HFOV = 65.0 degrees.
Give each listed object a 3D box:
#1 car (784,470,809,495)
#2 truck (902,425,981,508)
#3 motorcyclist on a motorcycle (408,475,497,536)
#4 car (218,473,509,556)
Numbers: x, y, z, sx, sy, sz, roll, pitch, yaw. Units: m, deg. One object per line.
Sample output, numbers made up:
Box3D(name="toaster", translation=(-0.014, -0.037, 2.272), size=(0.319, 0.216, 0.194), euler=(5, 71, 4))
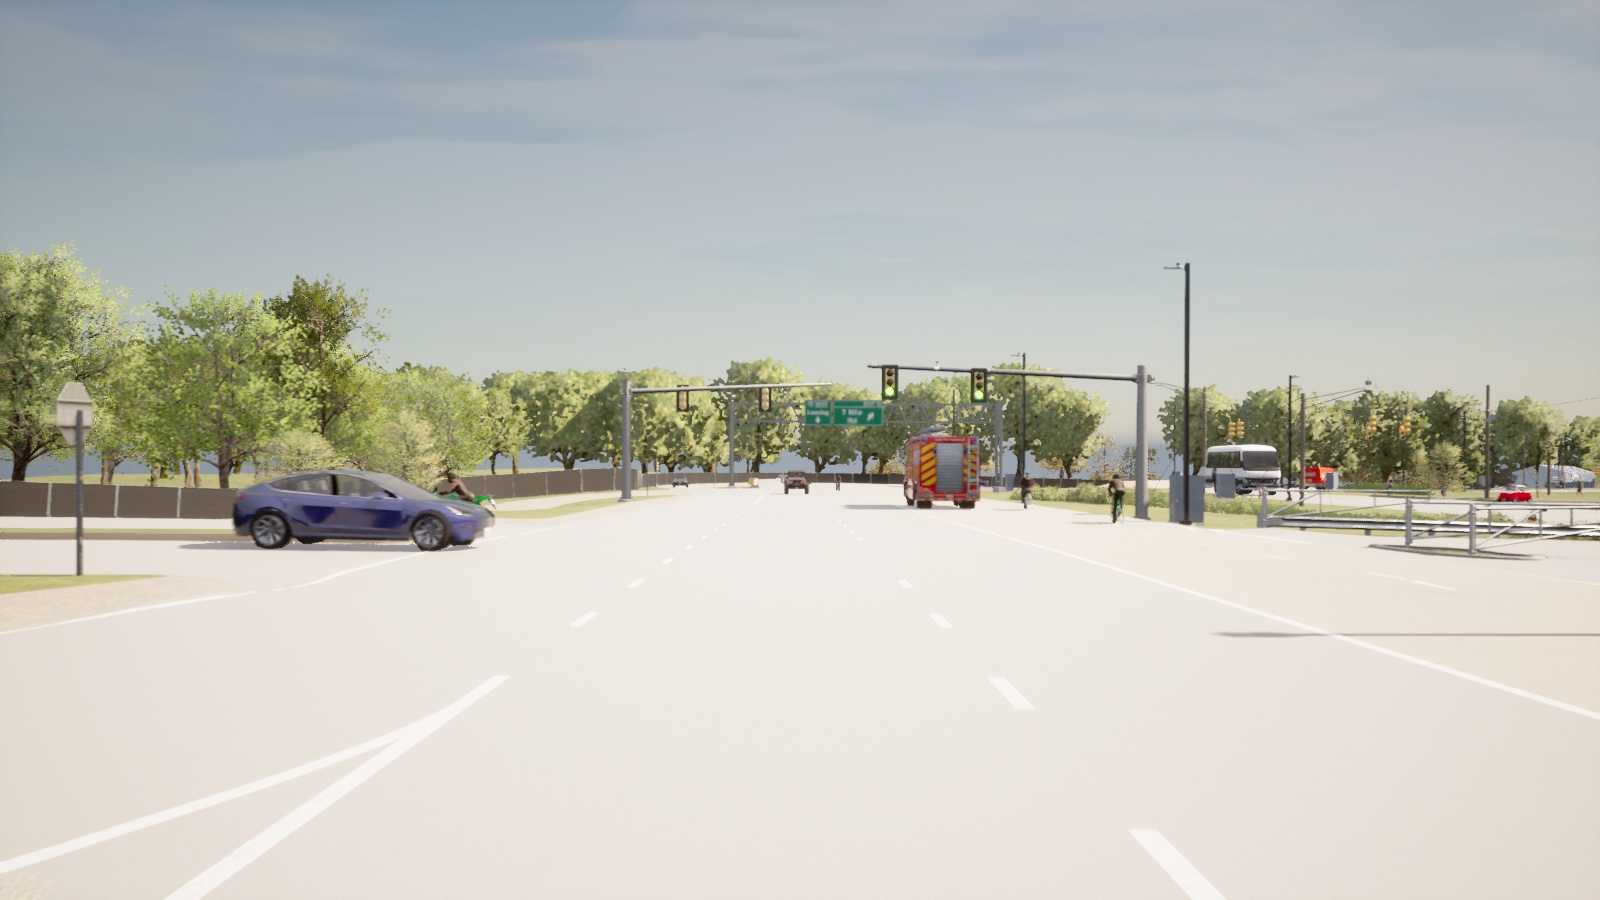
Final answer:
Box3D(name="car", translation=(-0.241, 2.523, 98.463), size=(1.905, 1.878, 3.866), euler=(0, -1, 0))
Box3D(name="truck", translation=(6.844, 0.840, 61.933), size=(2.891, 3.827, 8.468), euler=(0, -1, 0))
Box3D(name="motorcyclist on a motorcycle", translation=(-8.801, 1.401, 31.878), size=(2.044, 1.523, 0.797), euler=(0, -1, 0))
Box3D(name="car", translation=(-8.274, 1.197, 24.125), size=(4.792, 1.488, 2.163), euler=(0, -1, 3))
